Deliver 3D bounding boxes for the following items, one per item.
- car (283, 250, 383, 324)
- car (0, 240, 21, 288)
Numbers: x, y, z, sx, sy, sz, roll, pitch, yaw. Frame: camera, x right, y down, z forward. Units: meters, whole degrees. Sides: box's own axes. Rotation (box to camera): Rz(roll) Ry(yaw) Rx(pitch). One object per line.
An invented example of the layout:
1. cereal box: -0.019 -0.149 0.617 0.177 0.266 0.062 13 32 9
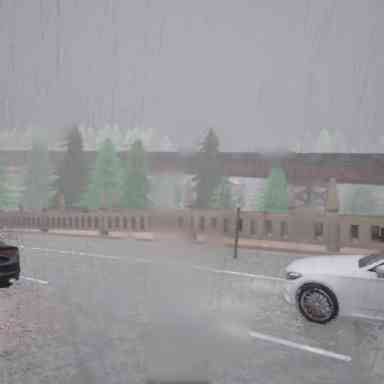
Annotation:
1. car: 3.903 1.530 5.508 4.674 1.442 1.812 0 0 36
2. car: -6.407 1.682 8.570 5.008 1.535 1.882 -3 -2 36
